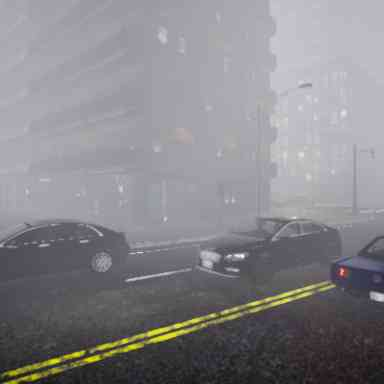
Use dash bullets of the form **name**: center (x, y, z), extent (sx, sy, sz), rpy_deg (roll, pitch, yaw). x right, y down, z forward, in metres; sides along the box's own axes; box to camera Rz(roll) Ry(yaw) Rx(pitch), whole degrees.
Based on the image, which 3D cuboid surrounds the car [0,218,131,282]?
- **car**: center (-4.055, 1.501, 8.812), extent (4.892, 1.490, 1.837), rpy_deg (0, 0, -36)

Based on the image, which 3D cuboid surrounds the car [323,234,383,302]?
- **car**: center (5.112, 1.574, 7.240), extent (4.718, 1.301, 1.895), rpy_deg (0, 0, -37)

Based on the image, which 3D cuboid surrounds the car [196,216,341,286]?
- **car**: center (2.346, 1.470, 9.473), extent (4.902, 1.511, 2.128), rpy_deg (0, 0, -37)

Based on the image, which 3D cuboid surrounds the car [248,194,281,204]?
- **car**: center (10.629, 0.985, 48.951), extent (4.313, 1.339, 1.947), rpy_deg (1, 0, 43)

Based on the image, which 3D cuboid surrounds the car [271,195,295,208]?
- **car**: center (9.011, 1.101, 38.841), extent (4.829, 1.417, 1.752), rpy_deg (1, 0, 43)

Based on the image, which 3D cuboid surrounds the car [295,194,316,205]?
- **car**: center (14.583, 0.939, 45.337), extent (4.097, 1.590, 1.967), rpy_deg (1, 0, 43)
